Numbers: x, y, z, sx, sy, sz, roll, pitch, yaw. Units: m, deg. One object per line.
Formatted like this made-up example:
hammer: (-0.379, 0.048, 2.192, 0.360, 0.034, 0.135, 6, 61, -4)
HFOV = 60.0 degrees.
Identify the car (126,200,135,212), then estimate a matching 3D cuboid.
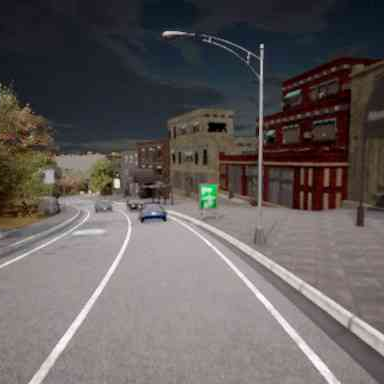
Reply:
car: (-6.583, 1.553, 38.930, 1.895, 1.301, 4.718, -2, 0, -17)

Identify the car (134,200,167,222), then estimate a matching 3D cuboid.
car: (-3.183, 1.502, 26.051, 1.994, 1.385, 4.181, -2, 0, -13)

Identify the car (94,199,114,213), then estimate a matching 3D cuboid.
car: (-10.077, 1.592, 37.921, 1.837, 1.490, 4.892, -2, 0, -17)
